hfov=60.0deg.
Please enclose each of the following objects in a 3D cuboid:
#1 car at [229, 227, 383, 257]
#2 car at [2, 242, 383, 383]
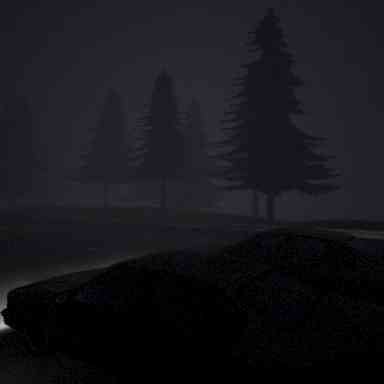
[{"bbox_3d":[2.045,1.462,6.929,5.357,1.411,2.033,0,1,34],"label":"car"},{"bbox_3d":[-0.239,1.506,4.268,5.357,1.411,2.033,0,1,34],"label":"car"}]
